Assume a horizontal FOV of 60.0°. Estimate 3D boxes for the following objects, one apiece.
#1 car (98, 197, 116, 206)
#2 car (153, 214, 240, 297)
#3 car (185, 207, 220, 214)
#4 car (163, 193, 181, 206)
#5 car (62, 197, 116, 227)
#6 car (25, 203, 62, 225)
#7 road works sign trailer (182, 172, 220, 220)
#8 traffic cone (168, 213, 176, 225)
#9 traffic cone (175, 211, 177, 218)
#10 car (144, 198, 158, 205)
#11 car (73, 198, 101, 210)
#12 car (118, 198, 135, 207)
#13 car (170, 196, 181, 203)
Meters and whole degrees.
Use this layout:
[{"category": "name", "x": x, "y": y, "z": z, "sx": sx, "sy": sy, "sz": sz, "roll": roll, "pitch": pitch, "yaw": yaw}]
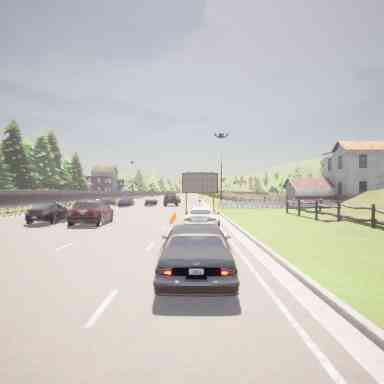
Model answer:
[{"category": "car", "x": -13.832, "y": 1.564, "z": 54.390, "sx": 1.994, "sy": 1.385, "sz": 4.181, "roll": 0, "pitch": 0, "yaw": 0}, {"category": "car", "x": 0.108, "y": 1.547, "z": 8.770, "sx": 2.033, "sy": 1.411, "sz": 5.357, "roll": 0, "pitch": 0, "yaw": 1}, {"category": "car", "x": 0.563, "y": 1.538, "z": 18.434, "sx": 1.812, "sy": 1.442, "sz": 4.674, "roll": 0, "pitch": -1, "yaw": 5}, {"category": "car", "x": -3.334, "y": 1.221, "z": 53.307, "sx": 2.150, "sy": 2.045, "sz": 5.566, "roll": 0, "pitch": 0, "yaw": 0}, {"category": "car", "x": -6.871, "y": 1.352, "z": 23.017, "sx": 2.097, "sy": 1.767, "sz": 4.553, "roll": 0, "pitch": 0, "yaw": 0}, {"category": "car", "x": -10.370, "y": 1.525, "z": 24.213, "sx": 1.812, "sy": 1.442, "sz": 4.674, "roll": 0, "pitch": 0, "yaw": 0}, {"category": "road works sign trailer", "x": 0.514, "y": 0.464, "z": 22.048, "sx": 2.380, "sy": 3.560, "sz": 2.880, "roll": 0, "pitch": 0, "yaw": -4}, {"category": "traffic cone", "x": -1.459, "y": 1.955, "z": 23.127, "sx": 0.340, "sy": 0.580, "sz": 0.340, "roll": 0, "pitch": 0, "yaw": 0}, {"category": "traffic cone", "x": -1.456, "y": 1.955, "z": 25.127, "sx": 0.340, "sy": 0.580, "sz": 0.340, "roll": 0, "pitch": 0, "yaw": 0}, {"category": "car", "x": -6.829, "y": 1.600, "z": 56.381, "sx": 1.895, "sy": 1.301, "sz": 4.718, "roll": 0, "pitch": 0, "yaw": 0}, {"category": "car", "x": -13.825, "y": 1.547, "z": 44.175, "sx": 2.033, "sy": 1.411, "sz": 5.357, "roll": 0, "pitch": 0, "yaw": -1}, {"category": "car", "x": -10.334, "y": 1.564, "z": 52.832, "sx": 1.994, "sy": 1.385, "sz": 4.181, "roll": 0, "pitch": 0, "yaw": 0}, {"category": "car", "x": -3.315, "y": 1.564, "z": 68.522, "sx": 1.994, "sy": 1.385, "sz": 4.181, "roll": 0, "pitch": 0, "yaw": 0}]
